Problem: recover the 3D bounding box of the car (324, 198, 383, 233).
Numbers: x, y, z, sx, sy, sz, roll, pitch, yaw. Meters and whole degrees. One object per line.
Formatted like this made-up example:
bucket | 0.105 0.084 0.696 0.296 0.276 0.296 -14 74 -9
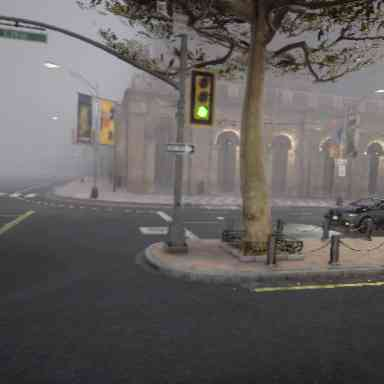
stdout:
car | 8.031 0.967 14.635 4.181 1.385 1.994 2 4 -15
